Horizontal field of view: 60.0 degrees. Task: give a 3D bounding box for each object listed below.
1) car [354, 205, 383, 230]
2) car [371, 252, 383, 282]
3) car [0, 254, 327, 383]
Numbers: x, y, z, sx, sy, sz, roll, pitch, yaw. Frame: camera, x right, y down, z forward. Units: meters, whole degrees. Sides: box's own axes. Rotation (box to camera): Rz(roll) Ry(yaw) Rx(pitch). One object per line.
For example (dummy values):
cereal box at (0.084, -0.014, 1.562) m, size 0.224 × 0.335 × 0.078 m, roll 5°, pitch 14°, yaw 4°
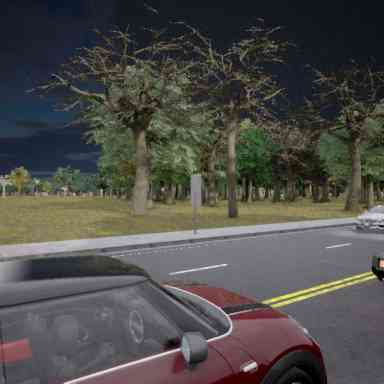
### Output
car at (11.630, 1.534, 19.918) m, size 4.674 × 1.442 × 1.812 m, roll 0°, pitch 0°, yaw -35°
car at (6.382, 1.603, 7.978) m, size 4.718 × 1.301 × 1.895 m, roll 0°, pitch 0°, yaw -35°
car at (-0.903, 1.352, 2.795) m, size 4.553 × 1.767 × 2.097 m, roll 0°, pitch 0°, yaw -35°
